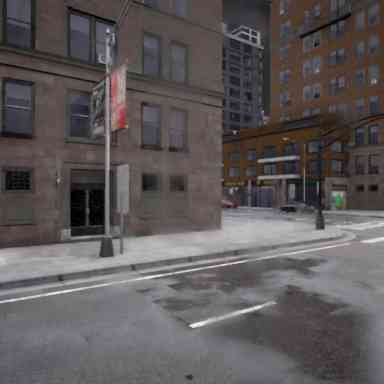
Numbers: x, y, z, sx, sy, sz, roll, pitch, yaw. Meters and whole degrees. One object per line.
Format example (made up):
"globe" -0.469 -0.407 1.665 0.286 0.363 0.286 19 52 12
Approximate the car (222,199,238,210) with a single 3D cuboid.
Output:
"car" 4.190 1.586 43.285 1.802 1.307 4.206 0 0 -35

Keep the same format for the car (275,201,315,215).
"car" 10.548 1.572 34.281 1.947 1.339 4.313 0 0 -35
